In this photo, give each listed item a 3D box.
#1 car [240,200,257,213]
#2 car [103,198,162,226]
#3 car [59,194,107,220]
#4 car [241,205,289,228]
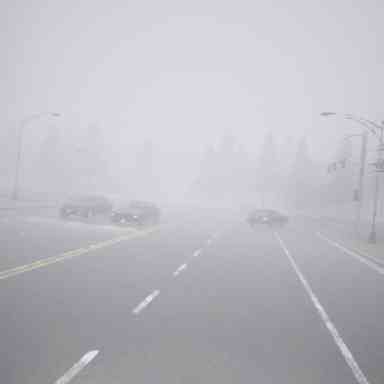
[{"bbox_3d":[7.758,1.943,45.353,2.097,1.767,4.553,5,3,14],"label":"car"},{"bbox_3d":[-3.383,1.273,21.395,2.033,1.411,5.357,5,0,11],"label":"car"},{"bbox_3d":[-6.804,0.918,22.046,1.837,1.490,4.892,5,0,11],"label":"car"},{"bbox_3d":[6.393,2.132,27.719,2.033,1.411,5.357,5,0,34],"label":"car"}]
